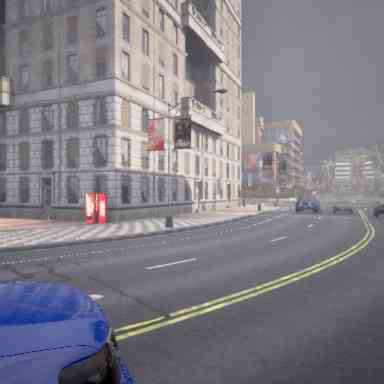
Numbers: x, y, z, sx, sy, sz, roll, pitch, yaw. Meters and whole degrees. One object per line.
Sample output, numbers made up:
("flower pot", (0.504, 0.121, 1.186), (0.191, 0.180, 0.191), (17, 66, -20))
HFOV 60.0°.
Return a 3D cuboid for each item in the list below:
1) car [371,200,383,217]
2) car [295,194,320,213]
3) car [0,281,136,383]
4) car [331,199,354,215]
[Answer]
("car", (17.845, 1.505, 30.727), (1.837, 1.490, 4.892), (0, 0, 26))
("car", (12.849, 1.226, 36.760), (2.150, 2.045, 5.566), (0, 0, 26))
("car", (-3.063, 1.220, 1.654), (5.566, 2.045, 2.150), (0, 0, -34))
("car", (15.829, 1.507, 34.887), (1.837, 1.490, 4.892), (0, -1, 26))
